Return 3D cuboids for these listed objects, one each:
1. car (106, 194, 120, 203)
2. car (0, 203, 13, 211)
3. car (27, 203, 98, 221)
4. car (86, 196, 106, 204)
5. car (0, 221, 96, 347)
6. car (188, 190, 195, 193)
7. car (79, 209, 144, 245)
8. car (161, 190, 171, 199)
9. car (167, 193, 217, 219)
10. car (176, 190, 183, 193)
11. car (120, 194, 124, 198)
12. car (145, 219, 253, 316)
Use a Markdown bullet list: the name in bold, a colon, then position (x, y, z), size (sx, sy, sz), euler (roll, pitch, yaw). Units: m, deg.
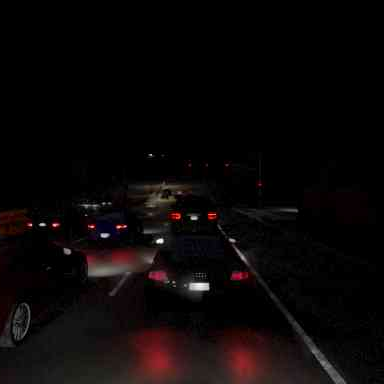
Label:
- **car**: position (-17.546, 1.539, 70.741), size (2.033, 1.411, 5.357), euler (0, 0, 0)
- **car**: position (-17.612, 1.601, 28.737), size (1.895, 1.301, 4.718), euler (0, 0, 0)
- **car**: position (-6.898, 1.547, 17.751), size (2.033, 1.411, 5.357), euler (0, 0, -1)
- **car**: position (-17.589, 1.504, 60.154), size (1.837, 1.490, 4.892), euler (0, 0, 0)
- **car**: position (-3.408, 1.526, 6.170), size (1.812, 1.442, 4.674), euler (0, 0, 0)
- **car**: position (-0.145, 1.000, 87.522), size (1.882, 1.535, 5.008), euler (0, 3, 0)
- **car**: position (-3.407, 1.526, 15.299), size (1.812, 1.442, 4.674), euler (0, 0, 0)
- **car**: position (-7.142, 1.070, 87.093), size (1.812, 1.442, 4.674), euler (0, 3, 0)
- **car**: position (0.093, 1.221, 17.016), size (2.150, 2.045, 5.566), euler (0, 0, 0)
- **car**: position (-3.642, 1.070, 87.113), size (1.812, 1.442, 4.674), euler (0, 3, 0)
- **car**: position (-17.623, 1.182, 83.875), size (1.882, 1.535, 5.008), euler (0, 2, 0)
- **car**: position (0.103, 1.564, 7.612), size (1.994, 1.385, 4.181), euler (0, 0, -1)
